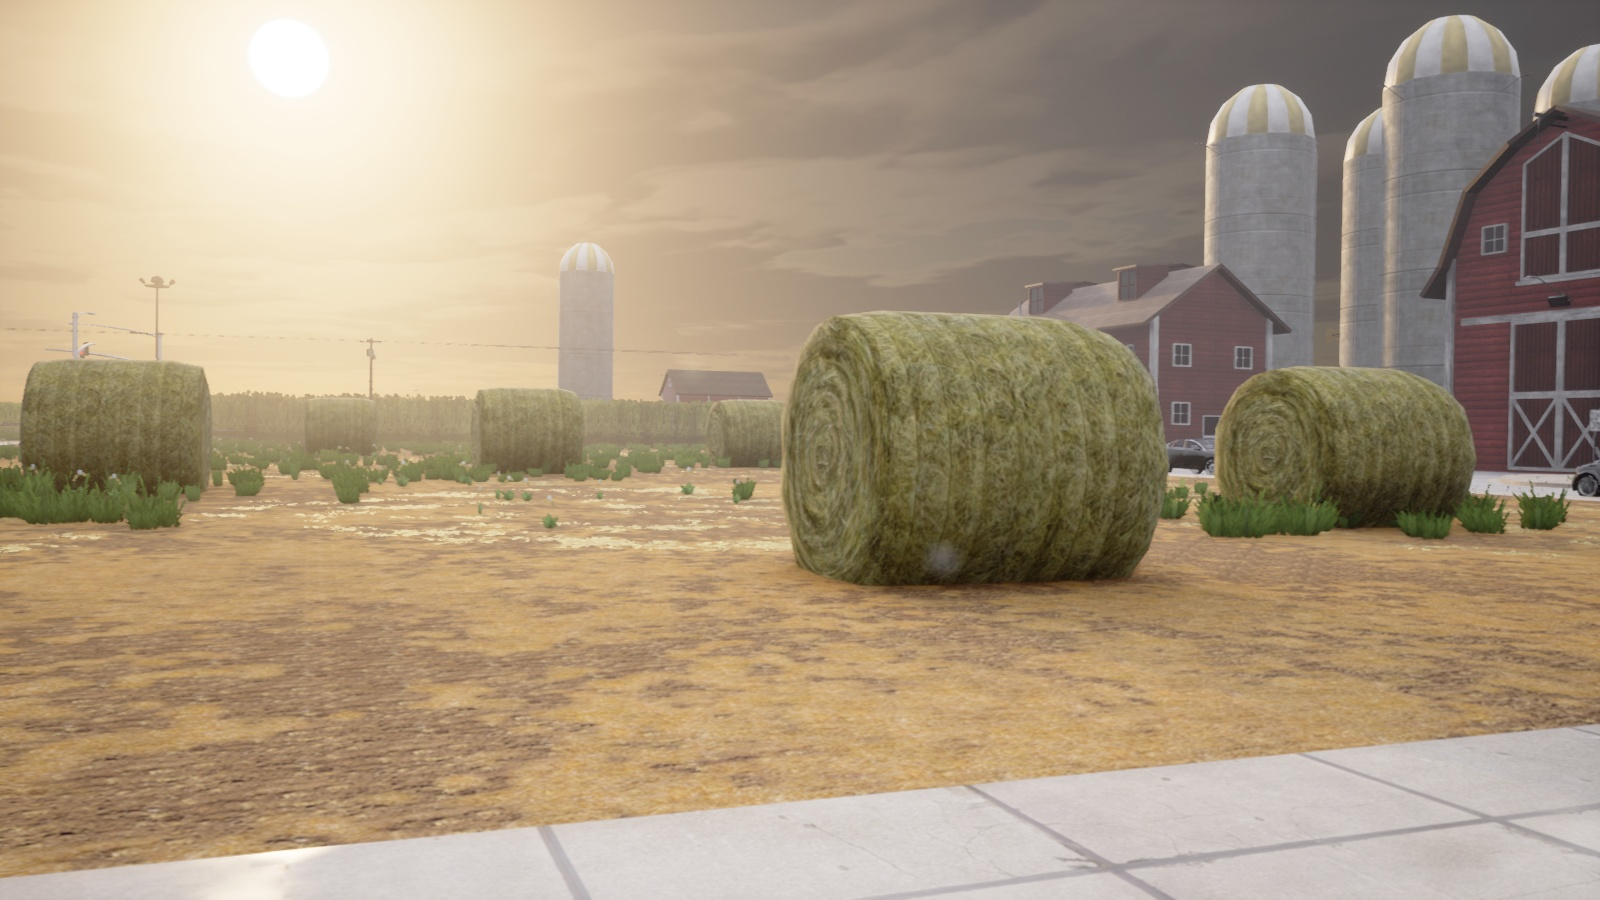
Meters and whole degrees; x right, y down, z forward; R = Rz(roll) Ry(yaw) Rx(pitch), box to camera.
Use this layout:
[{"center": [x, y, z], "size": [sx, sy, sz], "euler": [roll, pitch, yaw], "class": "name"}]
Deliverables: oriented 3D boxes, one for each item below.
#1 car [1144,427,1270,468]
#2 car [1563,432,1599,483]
[{"center": [16.218, -0.125, 50.347], "size": [2.128, 1.511, 4.902], "euler": [-1, 1, -22], "class": "car"}, {"center": [22.991, 0.203, 33.462], "size": [1.994, 1.385, 4.181], "euler": [-1, 1, -22], "class": "car"}]
